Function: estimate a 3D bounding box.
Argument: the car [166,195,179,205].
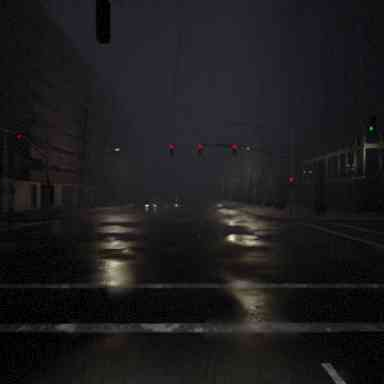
[{"bbox_3d":[-3.636,1.385,61.534,2.097,1.767,4.553,0,0,1],"label":"car"}]

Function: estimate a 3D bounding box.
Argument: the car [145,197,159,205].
[{"bbox_3d":[-7.165,1.558,59.967,1.812,1.442,4.674,0,0,1],"label":"car"}]
